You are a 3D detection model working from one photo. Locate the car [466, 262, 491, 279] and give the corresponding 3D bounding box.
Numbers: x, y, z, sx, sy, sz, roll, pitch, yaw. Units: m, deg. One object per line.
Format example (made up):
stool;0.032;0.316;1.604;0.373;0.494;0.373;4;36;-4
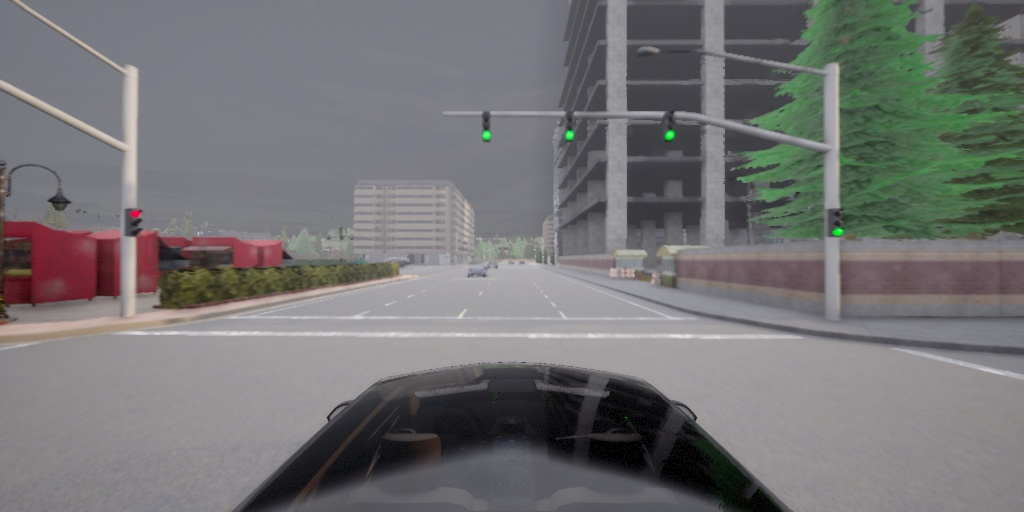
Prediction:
car;-3.463;1.553;36.468;1.812;1.442;4.674;0;0;0
